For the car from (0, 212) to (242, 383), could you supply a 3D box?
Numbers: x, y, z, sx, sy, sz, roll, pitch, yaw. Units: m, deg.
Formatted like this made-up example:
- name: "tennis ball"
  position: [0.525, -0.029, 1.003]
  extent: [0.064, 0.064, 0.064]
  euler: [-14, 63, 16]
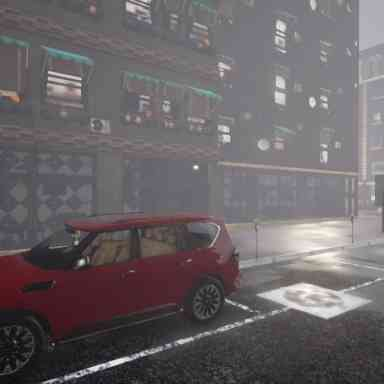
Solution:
- name: "car"
  position: [-1.383, 1.316, 5.569]
  extent: [5.009, 1.841, 2.192]
  euler: [0, 1, -36]

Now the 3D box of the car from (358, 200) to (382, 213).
- name: "car"
  position: [20.139, 1.538, 37.349]
  extent: [1.887, 1.381, 4.507]
  euler: [1, 0, -36]
